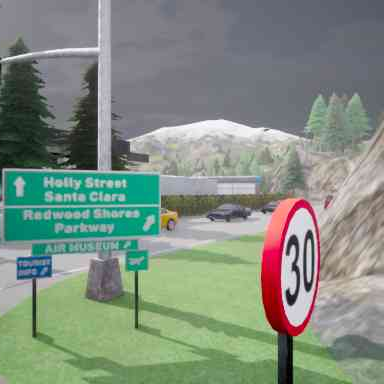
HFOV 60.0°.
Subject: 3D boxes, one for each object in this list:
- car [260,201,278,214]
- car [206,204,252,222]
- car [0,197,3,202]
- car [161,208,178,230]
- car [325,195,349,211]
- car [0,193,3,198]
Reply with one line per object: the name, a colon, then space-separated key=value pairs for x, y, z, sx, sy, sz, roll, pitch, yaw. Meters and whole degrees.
car: x=9.650 y=1.739 z=37.708 sx=2.033 sy=1.411 sz=5.357 roll=0 pitch=0 yaw=36
car: x=3.364 y=1.739 z=29.092 sx=2.033 sy=1.411 sz=5.357 roll=0 pitch=0 yaw=36
car: x=-12.363 y=1.505 z=26.047 sx=1.905 sy=1.878 sz=3.866 roll=0 pitch=0 yaw=35
car: x=-2.906 y=1.669 z=20.472 sx=1.882 sy=1.535 sz=5.008 roll=0 pitch=0 yaw=36
car: x=19.755 y=1.413 z=45.356 sx=2.150 sy=2.045 sz=5.566 roll=0 pitch=0 yaw=36
car: x=-38.568 y=1.489 z=69.987 sx=4.514 sy=1.523 sz=2.007 roll=0 pitch=0 yaw=35
